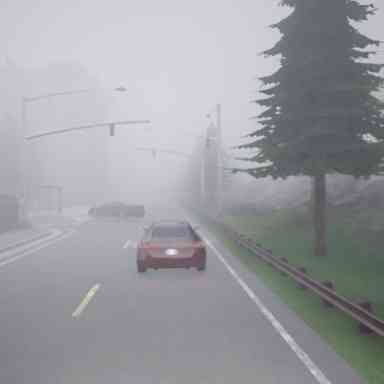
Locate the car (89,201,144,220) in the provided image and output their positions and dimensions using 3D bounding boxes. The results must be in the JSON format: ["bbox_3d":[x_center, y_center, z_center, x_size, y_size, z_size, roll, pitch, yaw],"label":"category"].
[{"bbox_3d":[-6.345,1.473,27.762,5.008,1.535,1.882,0,-2,27],"label":"car"}]

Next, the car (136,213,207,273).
[{"bbox_3d":[-0.678,1.550,10.750,1.994,1.385,4.181,0,0,-4],"label":"car"}]
